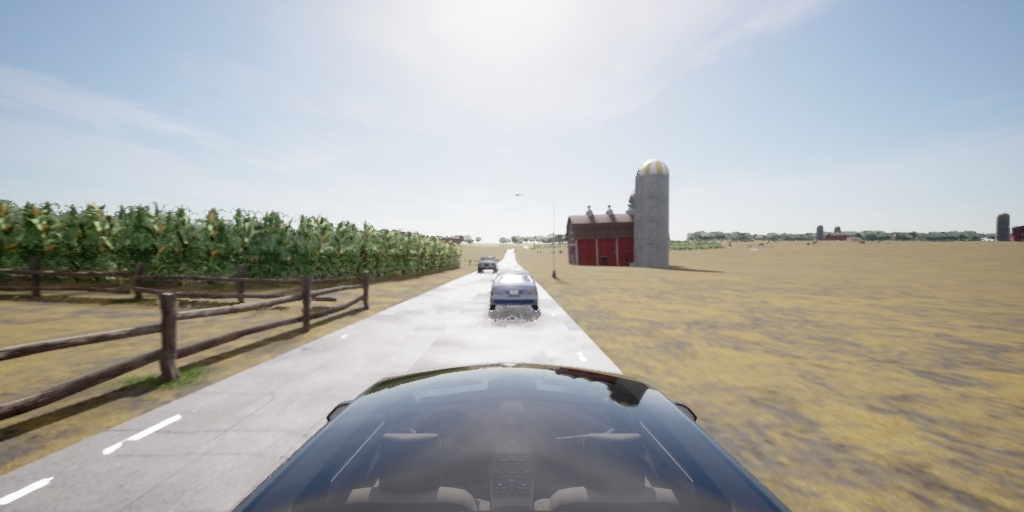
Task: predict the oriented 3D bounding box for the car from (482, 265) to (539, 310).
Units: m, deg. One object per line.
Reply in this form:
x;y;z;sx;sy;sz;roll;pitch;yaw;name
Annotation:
0.079;1.275;14.647;2.033;1.411;5.357;0;0;0;car

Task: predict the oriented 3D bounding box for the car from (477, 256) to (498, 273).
-2.844;0.962;42.850;2.150;2.045;5.566;0;0;0;car
